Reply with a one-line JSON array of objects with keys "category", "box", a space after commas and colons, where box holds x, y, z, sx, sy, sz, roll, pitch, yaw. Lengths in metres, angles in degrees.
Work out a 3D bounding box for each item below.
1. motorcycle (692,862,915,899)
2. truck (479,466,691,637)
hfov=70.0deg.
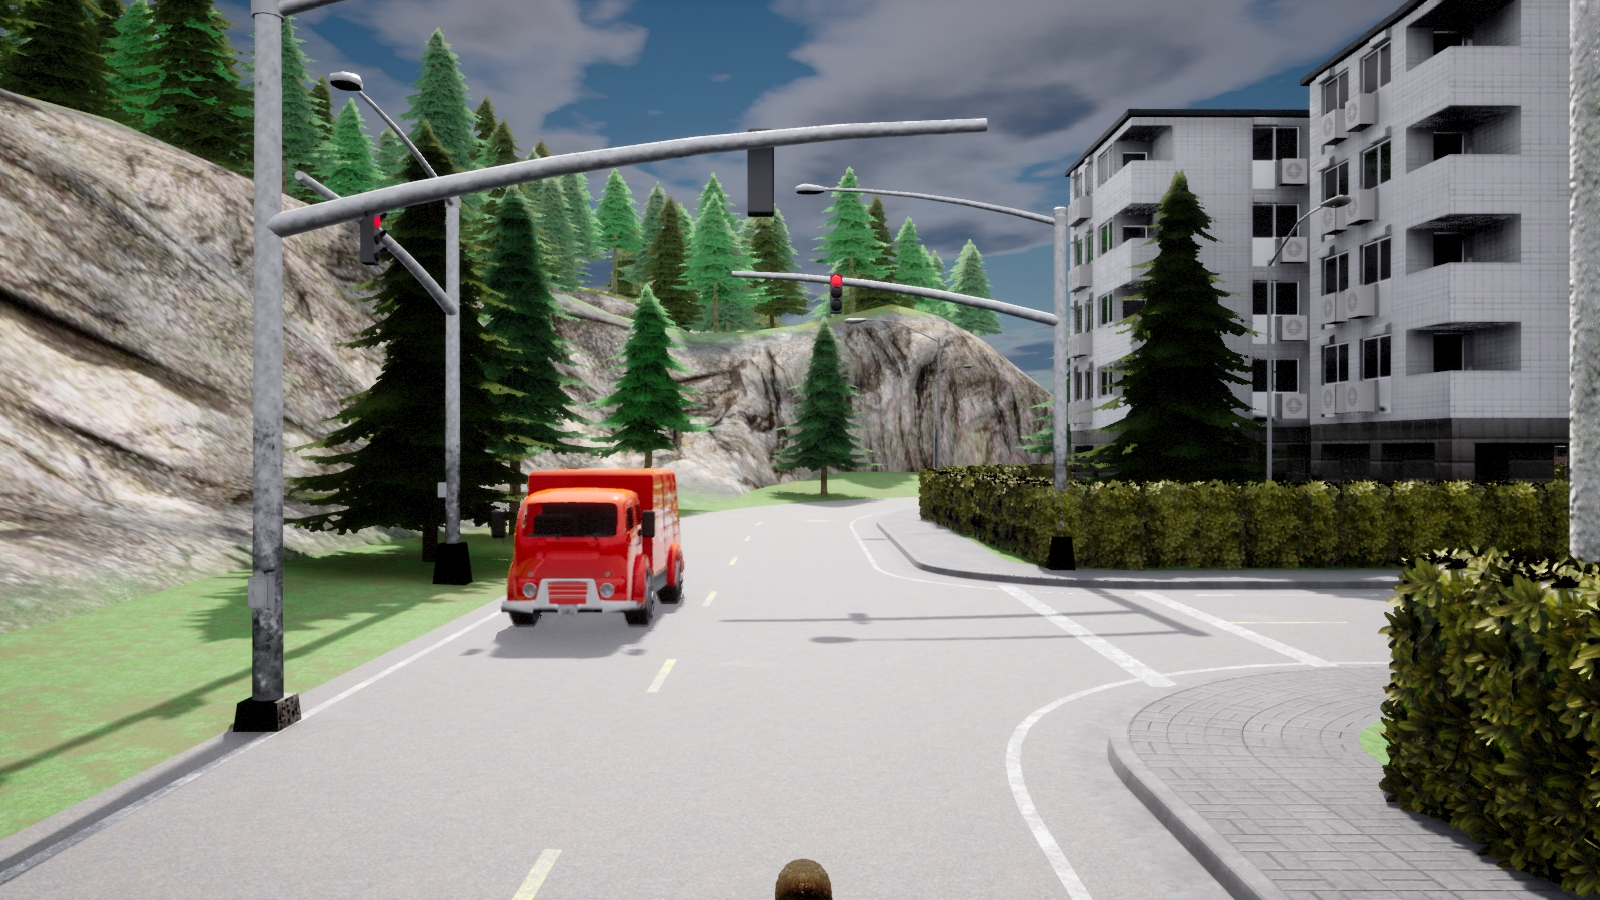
[{"category": "motorcycle", "box": [0.010, 2.193, 3.477, 0.803, 1.145, 2.033, 0, 0, 0]}, {"category": "truck", "box": [-3.444, 1.549, 19.571, 2.627, 2.467, 5.204, 0, 0, 0]}]
